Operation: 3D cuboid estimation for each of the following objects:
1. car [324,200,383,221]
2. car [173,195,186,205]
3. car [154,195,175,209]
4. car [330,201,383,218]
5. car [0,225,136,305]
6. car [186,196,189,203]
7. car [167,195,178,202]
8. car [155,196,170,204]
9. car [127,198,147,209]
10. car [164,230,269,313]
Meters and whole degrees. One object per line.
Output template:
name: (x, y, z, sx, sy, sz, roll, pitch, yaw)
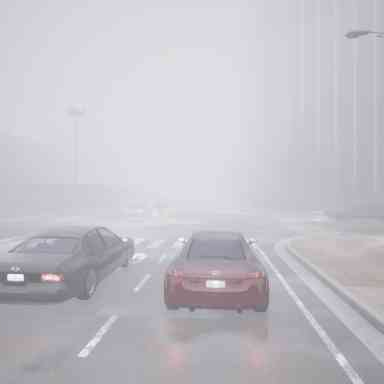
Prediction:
car: (13.732, 1.603, 27.173, 5.357, 1.411, 2.033, 0, 0, 4)
car: (-2.624, 1.525, 60.530, 1.812, 1.442, 4.674, 0, 0, 5)
car: (-3.855, 1.526, 44.482, 1.812, 1.442, 4.674, 0, 0, 4)
car: (15.510, 1.559, 30.548, 4.892, 1.490, 1.837, 0, 0, 4)
car: (-2.894, 1.548, 8.346, 2.033, 1.411, 5.357, 0, 0, 5)
car: (-1.640, 1.525, 72.658, 2.128, 1.511, 4.902, 0, 0, 4)
car: (-4.663, 1.475, 79.121, 1.882, 1.535, 5.008, 0, 0, 4)
car: (-5.775, 1.547, 64.895, 2.033, 1.411, 5.357, 0, 0, 5)
car: (-7.345, 1.526, 44.742, 1.812, 1.442, 4.674, 0, 0, 4)
car: (0.576, 1.564, 7.759, 1.994, 1.385, 4.181, 0, 0, 5)
